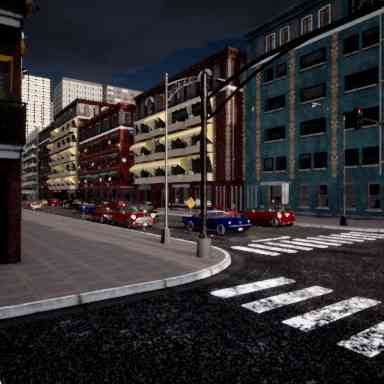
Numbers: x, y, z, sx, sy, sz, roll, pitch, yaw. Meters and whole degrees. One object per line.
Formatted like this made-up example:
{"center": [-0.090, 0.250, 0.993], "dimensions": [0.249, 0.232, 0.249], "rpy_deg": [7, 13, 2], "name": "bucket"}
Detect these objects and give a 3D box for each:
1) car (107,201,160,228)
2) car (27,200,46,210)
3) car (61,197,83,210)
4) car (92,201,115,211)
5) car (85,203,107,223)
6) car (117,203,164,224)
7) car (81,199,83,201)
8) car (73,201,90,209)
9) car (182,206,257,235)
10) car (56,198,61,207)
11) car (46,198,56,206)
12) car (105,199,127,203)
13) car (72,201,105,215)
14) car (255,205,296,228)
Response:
{"center": [-4.300, 1.694, 24.104], "dimensions": [1.967, 1.590, 4.097], "rpy_deg": [-1, 0, -35], "name": "car"}
{"center": [-26.509, 2.170, 55.969], "dimensions": [1.967, 1.590, 4.097], "rpy_deg": [-1, 0, -35], "name": "car"}
{"center": [-19.643, 1.907, 55.431], "dimensions": [2.150, 2.045, 5.566], "rpy_deg": [0, -1, -35], "name": "car"}
{"center": [-13.709, 2.159, 51.387], "dimensions": [2.008, 1.369, 4.403], "rpy_deg": [-1, 0, -35], "name": "car"}
{"center": [-7.471, 1.904, 28.656], "dimensions": [1.802, 1.307, 4.206], "rpy_deg": [-1, 0, -35], "name": "car"}
{"center": [-4.545, 1.798, 28.786], "dimensions": [2.128, 1.511, 4.902], "rpy_deg": [0, -1, -35], "name": "car"}
{"center": [-13.716, 2.065, 47.007], "dimensions": [1.837, 1.490, 4.892], "rpy_deg": [0, -1, -34], "name": "car"}
{"center": [-20.055, 2.325, 60.491], "dimensions": [1.802, 1.307, 4.206], "rpy_deg": [-1, 0, -35], "name": "car"}
{"center": [1.412, 1.779, 20.251], "dimensions": [1.895, 1.301, 4.718], "rpy_deg": [0, -1, -35], "name": "car"}
{"center": [-26.400, 2.429, 69.595], "dimensions": [2.008, 1.369, 4.403], "rpy_deg": [-1, 0, -35], "name": "car"}
{"center": [-32.749, 2.327, 78.700], "dimensions": [2.192, 1.841, 5.009], "rpy_deg": [-1, 0, -35], "name": "car"}
{"center": [-10.541, 1.855, 46.836], "dimensions": [2.192, 1.841, 5.009], "rpy_deg": [-1, 0, -35], "name": "car"}
{"center": [-12.547, 2.080, 40.293], "dimensions": [1.895, 1.301, 4.718], "rpy_deg": [0, -1, -35], "name": "car"}
{"center": [5.332, 1.639, 24.081], "dimensions": [1.967, 1.590, 4.097], "rpy_deg": [-1, 0, -35], "name": "car"}
